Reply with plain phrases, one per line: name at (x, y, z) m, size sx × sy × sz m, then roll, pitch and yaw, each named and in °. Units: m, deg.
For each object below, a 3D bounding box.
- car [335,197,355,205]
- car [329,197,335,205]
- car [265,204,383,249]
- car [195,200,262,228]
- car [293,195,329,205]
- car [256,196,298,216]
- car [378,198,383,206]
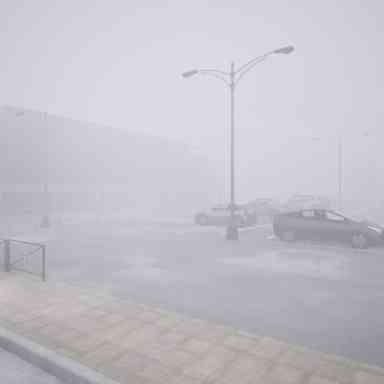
car at (24.966, 1.565, 55.089) m, size 3.633 × 1.501 × 1.845 m, roll 0°, pitch 0°, yaw 35°
car at (14.202, 1.289, 39.938) m, size 4.605 × 1.855 × 1.932 m, roll 0°, pitch 0°, yaw 35°
car at (5.807, 1.490, 14.351) m, size 4.514 × 1.523 × 2.007 m, roll 0°, pitch 0°, yaw 35°
car at (2.129, 1.424, 21.392) m, size 3.806 × 1.475 × 1.970 m, roll 0°, pitch 0°, yaw 35°
car at (12.875, 1.268, 37.321) m, size 3.866 × 1.878 × 1.905 m, roll 0°, pitch 0°, yaw 35°
car at (5.542, 1.345, 26.836) m, size 5.027 × 1.636 × 2.152 m, roll 0°, pitch 0°, yaw 35°
car at (29.339, 1.576, 48.393) m, size 3.806 × 1.475 × 1.970 m, roll 0°, pitch 0°, yaw 35°
